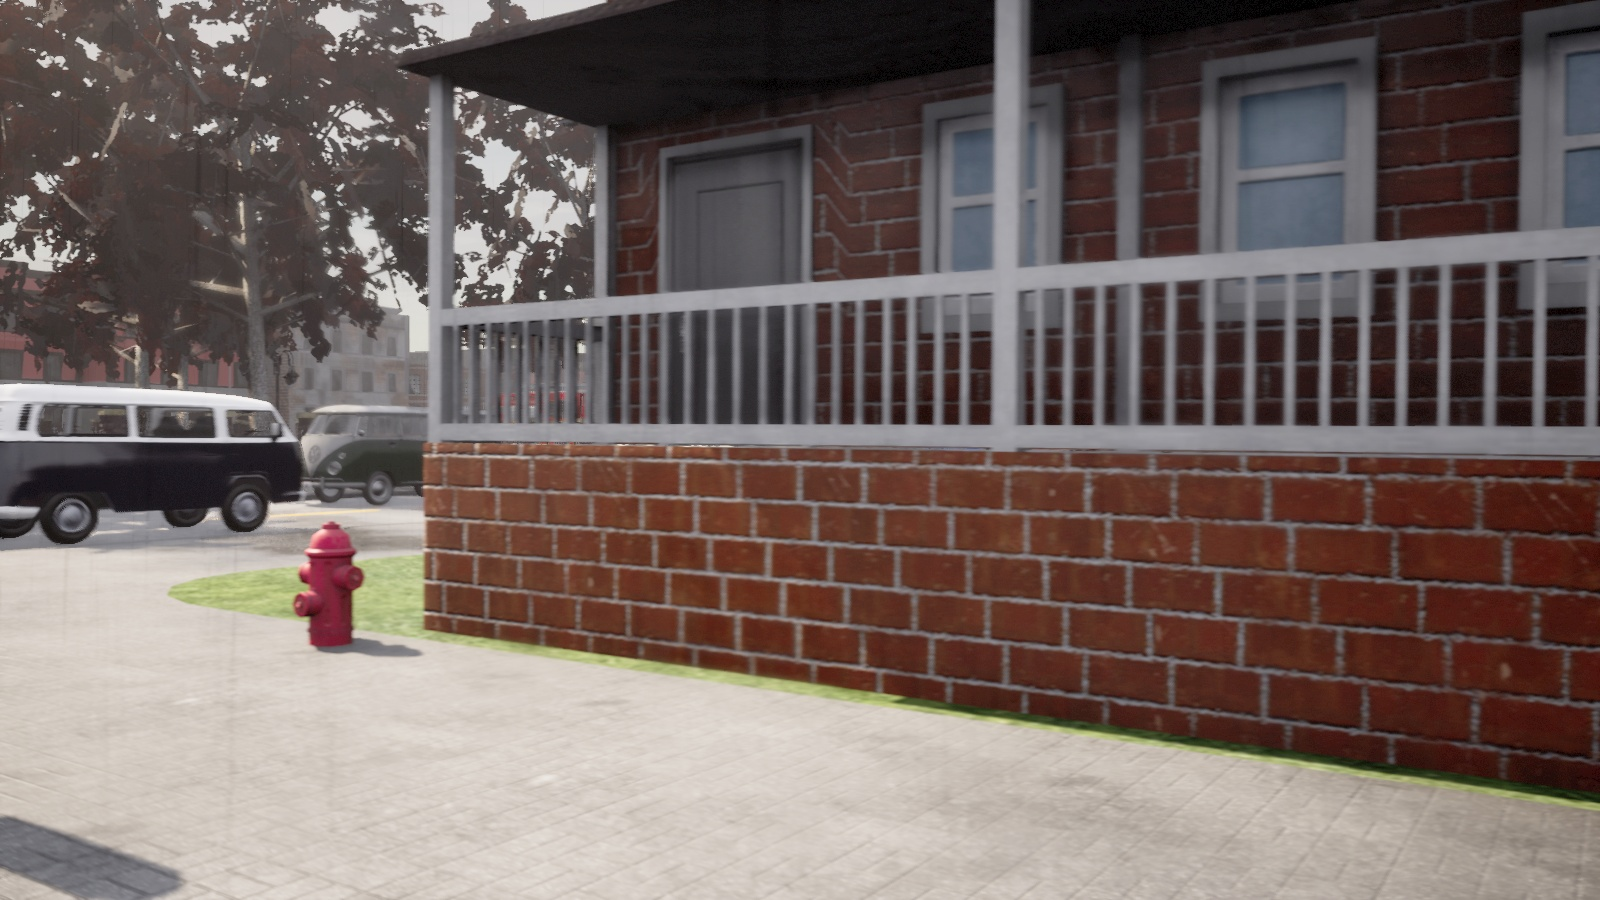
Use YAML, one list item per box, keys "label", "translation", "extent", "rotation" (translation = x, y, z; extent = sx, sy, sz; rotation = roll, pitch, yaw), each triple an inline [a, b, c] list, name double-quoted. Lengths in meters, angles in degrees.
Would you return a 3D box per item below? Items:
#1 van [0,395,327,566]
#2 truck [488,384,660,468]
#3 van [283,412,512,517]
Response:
- label: "van"
  translation: [-9.150, 0.327, 17.406]
  extent: [2.069, 2.038, 4.480]
  rotation: [0, 1, 33]
- label: "truck"
  translation: [-11.037, -1.099, 60.939]
  extent: [8.468, 3.827, 2.891]
  rotation: [0, 1, 32]
- label: "van"
  translation: [-8.242, 0.235, 26.122]
  extent: [1.775, 1.987, 4.442]
  rotation: [0, 1, 31]
